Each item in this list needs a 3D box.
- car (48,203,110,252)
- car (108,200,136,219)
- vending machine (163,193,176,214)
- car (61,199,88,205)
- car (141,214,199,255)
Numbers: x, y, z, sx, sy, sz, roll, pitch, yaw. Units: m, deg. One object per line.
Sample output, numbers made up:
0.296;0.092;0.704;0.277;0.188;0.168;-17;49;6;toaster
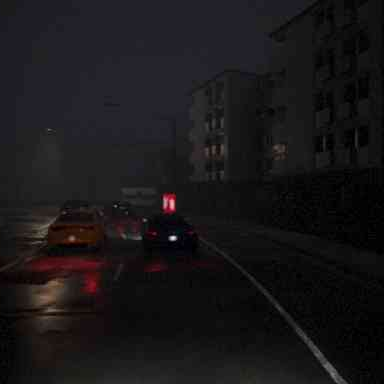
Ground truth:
-4.695;1.472;14.107;1.882;1.535;5.008;0;0;-11;car
-6.401;1.481;28.910;2.128;1.511;4.902;0;0;-28;car
-2.288;1.183;33.850;1.100;2.100;0.880;0;0;-30;vending machine
-9.591;1.341;27.456;2.097;1.767;4.553;0;0;-28;car
-1.018;1.560;13.463;1.994;1.385;4.181;0;0;-11;car
